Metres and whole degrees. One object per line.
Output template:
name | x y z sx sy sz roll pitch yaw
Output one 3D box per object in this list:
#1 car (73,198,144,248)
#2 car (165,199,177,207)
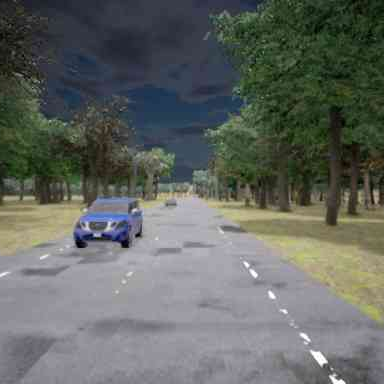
car | -3.610 1.298 15.418 2.150 2.045 5.566 0 0 0
car | -3.586 1.861 57.558 1.994 1.385 4.181 0 0 1
